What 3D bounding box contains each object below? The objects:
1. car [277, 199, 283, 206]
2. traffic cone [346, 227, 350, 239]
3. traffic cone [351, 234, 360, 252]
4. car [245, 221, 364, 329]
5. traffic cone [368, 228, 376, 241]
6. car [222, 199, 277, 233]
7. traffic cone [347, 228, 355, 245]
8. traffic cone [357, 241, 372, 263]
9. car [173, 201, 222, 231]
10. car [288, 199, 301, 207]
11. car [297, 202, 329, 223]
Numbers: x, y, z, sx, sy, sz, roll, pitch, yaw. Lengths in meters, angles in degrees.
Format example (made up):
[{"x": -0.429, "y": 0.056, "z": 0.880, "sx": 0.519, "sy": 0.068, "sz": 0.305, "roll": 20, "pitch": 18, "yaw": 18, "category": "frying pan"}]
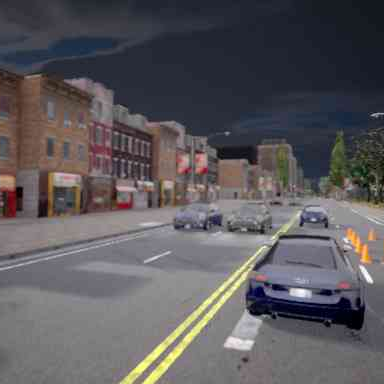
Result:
[{"x": 14.896, "y": 1.867, "z": 58.905, "sx": 1.895, "sy": 1.301, "sz": 4.718, "roll": 0, "pitch": 0, "yaw": 21, "category": "car"}, {"x": 7.958, "y": 2.073, "z": 16.794, "sx": 0.340, "sy": 0.580, "sz": 0.340, "roll": 0, "pitch": 0, "yaw": 21, "category": "traffic cone"}, {"x": 6.544, "y": 2.051, "z": 13.053, "sx": 0.340, "sy": 0.580, "sz": 0.340, "roll": 0, "pitch": 0, "yaw": 21, "category": "traffic cone"}, {"x": 2.458, "y": 1.606, "z": 7.235, "sx": 1.994, "sy": 1.385, "sz": 4.181, "roll": 0, "pitch": 0, "yaw": 21, "category": "car"}, {"x": 8.893, "y": 2.082, "z": 16.441, "sx": 0.340, "sy": 0.580, "sz": 0.340, "roll": 0, "pitch": 0, "yaw": 21, "category": "traffic cone"}, {"x": 3.556, "y": 1.435, "z": 19.896, "sx": 2.097, "sy": 1.767, "sz": 4.553, "roll": 0, "pitch": 0, "yaw": 21, "category": "car"}, {"x": 7.251, "y": 2.062, "z": 14.923, "sx": 0.340, "sy": 0.580, "sz": 0.340, "roll": 0, "pitch": 0, "yaw": 21, "category": "traffic cone"}, {"x": 5.837, "y": 2.040, "z": 11.182, "sx": 0.340, "sy": 0.580, "sz": 0.340, "roll": 0, "pitch": 0, "yaw": 21, "category": "traffic cone"}, {"x": 0.520, "y": 1.409, "z": 21.052, "sx": 2.097, "sy": 1.767, "sz": 4.553, "roll": 0, "pitch": 0, "yaw": 21, "category": "car"}, {"x": 17.946, "y": 1.858, "z": 57.798, "sx": 1.994, "sy": 1.385, "sz": 4.181, "roll": 0, "pitch": 0, "yaw": 21, "category": "car"}, {"x": 8.847, "y": 1.669, "z": 24.140, "sx": 1.812, "sy": 1.442, "sz": 4.674, "roll": 0, "pitch": 0, "yaw": 21, "category": "car"}]
